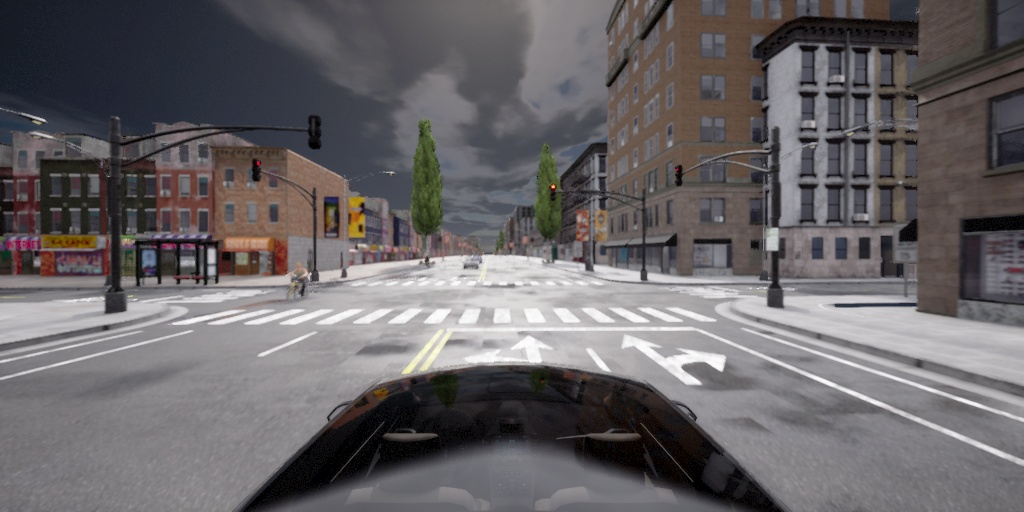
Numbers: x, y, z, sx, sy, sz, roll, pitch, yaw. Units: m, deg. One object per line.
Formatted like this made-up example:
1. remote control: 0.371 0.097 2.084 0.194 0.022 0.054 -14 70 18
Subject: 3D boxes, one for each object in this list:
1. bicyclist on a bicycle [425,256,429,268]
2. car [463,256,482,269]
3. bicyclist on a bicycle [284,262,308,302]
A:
1. bicyclist on a bicycle: -10.891 0.749 46.076 0.582 1.620 1.656 0 1 -2
2. car: -5.095 0.908 44.704 1.895 1.301 4.718 0 1 -3
3. bicyclist on a bicycle: -8.980 1.045 15.043 0.866 1.612 1.509 0 1 -1
